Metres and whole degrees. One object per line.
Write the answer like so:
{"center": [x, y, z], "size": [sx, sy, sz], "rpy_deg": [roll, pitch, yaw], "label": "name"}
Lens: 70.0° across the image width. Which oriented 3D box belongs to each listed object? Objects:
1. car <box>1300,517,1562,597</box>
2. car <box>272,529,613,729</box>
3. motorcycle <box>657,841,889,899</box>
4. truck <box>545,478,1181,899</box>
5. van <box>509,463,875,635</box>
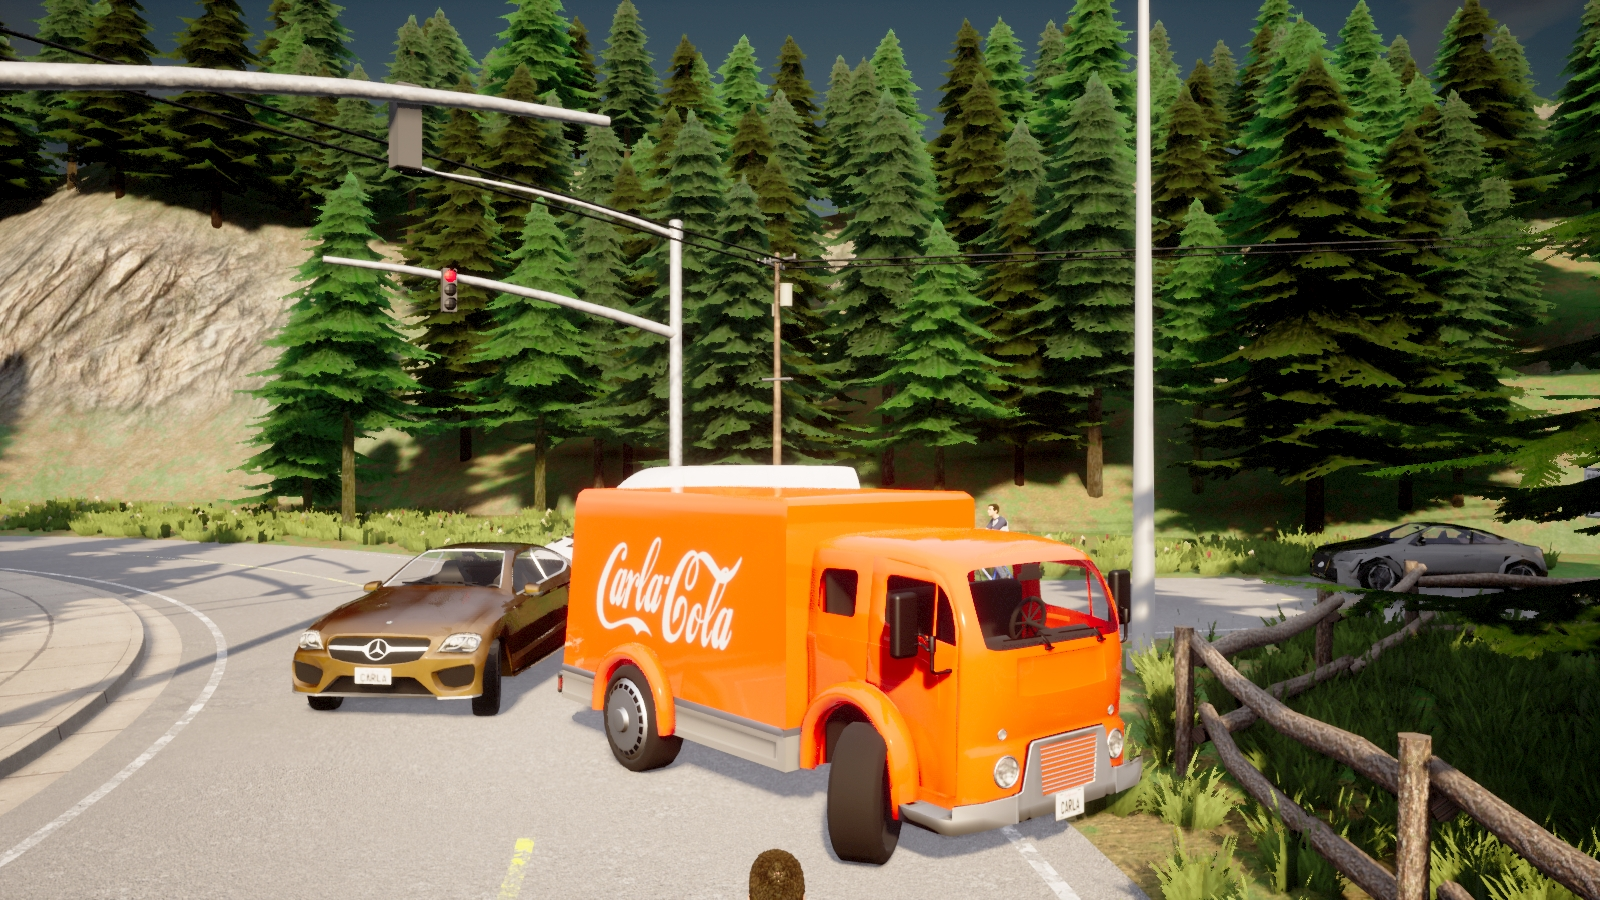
{"center": [12.589, 2.119, 23.051], "size": [4.181, 1.385, 1.994], "rpy_deg": [0, 0, 6], "label": "car"}
{"center": [-4.038, 1.970, 14.038], "size": [2.152, 1.651, 5.027], "rpy_deg": [0, 0, 6], "label": "car"}
{"center": [-0.074, 2.159, 3.526], "size": [0.803, 1.199, 2.033], "rpy_deg": [0, 0, -2], "label": "motorcycle"}
{"center": [0.202, 1.542, 9.769], "size": [2.627, 2.467, 5.204], "rpy_deg": [0, 0, -39], "label": "truck"}
{"center": [-1.776, 1.528, 19.549], "size": [5.915, 2.561, 1.988], "rpy_deg": [0, 0, -27], "label": "van"}
